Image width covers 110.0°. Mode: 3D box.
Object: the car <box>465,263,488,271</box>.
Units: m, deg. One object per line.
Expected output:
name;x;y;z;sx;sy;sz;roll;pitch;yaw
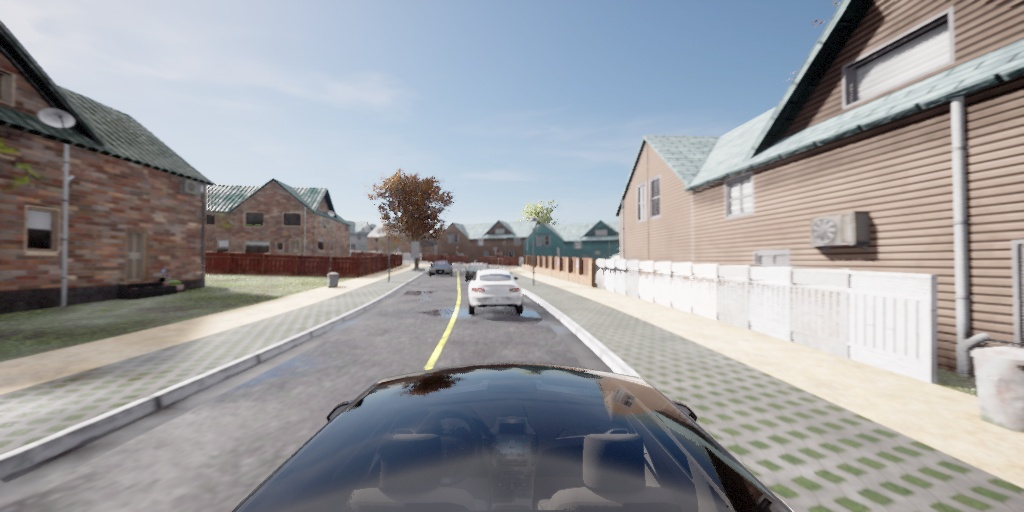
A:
car;-2.570;1.147;27.085;1.895;1.301;4.718;0;1;-8

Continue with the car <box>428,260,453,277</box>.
car;-6.086;1.066;30.971;1.994;1.385;4.181;0;1;-8

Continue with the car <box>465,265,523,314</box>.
car;-0.692;1.209;13.399;1.812;1.442;4.674;0;0;-6
